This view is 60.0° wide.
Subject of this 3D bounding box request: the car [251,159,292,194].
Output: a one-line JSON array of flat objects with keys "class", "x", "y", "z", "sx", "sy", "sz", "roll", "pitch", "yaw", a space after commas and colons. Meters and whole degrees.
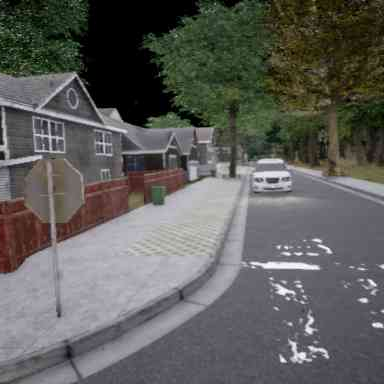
[{"class": "car", "x": 4.994, "y": -1.028, "z": 21.263, "sx": 2.150, "sy": 2.045, "sz": 5.566, "roll": -1, "pitch": 7, "yaw": 10}]
